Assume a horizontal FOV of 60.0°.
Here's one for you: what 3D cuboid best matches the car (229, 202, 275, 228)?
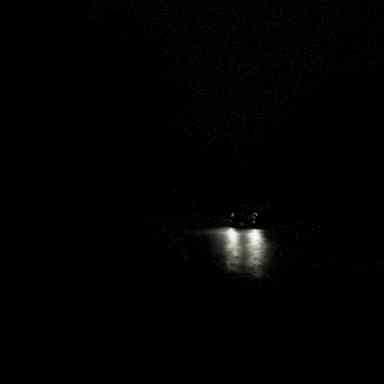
[{"bbox_3d":[4.363,1.536,23.744,2.097,1.767,4.553,0,0,30],"label":"car"}]
